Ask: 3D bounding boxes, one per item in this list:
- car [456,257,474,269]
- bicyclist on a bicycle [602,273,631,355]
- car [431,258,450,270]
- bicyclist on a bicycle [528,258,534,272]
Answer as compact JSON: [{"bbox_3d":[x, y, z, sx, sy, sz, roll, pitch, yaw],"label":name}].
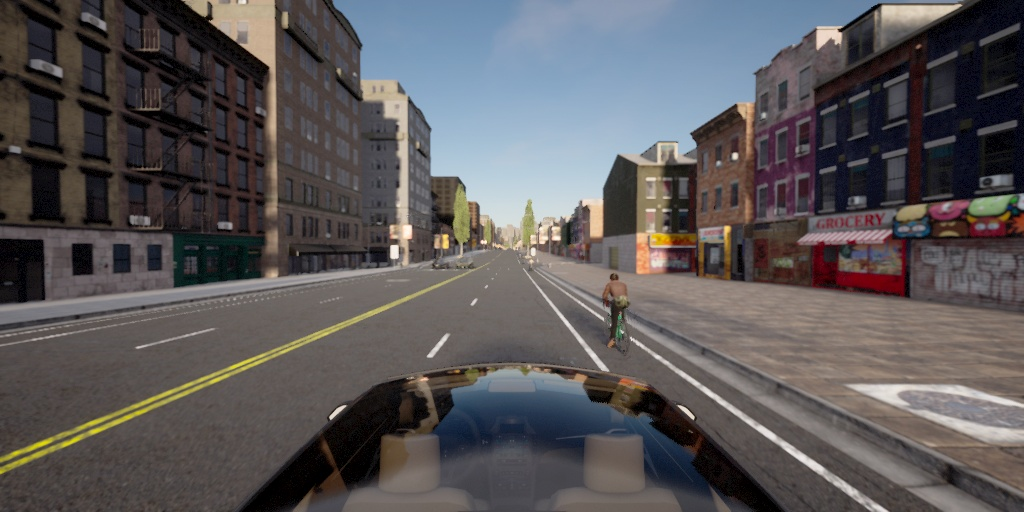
[{"bbox_3d":[-6.508,0.885,49.724,2.097,1.767,4.553,0,1,0],"label":"car"},{"bbox_3d":[2.254,1.199,7.757,0.582,1.620,1.656,0,0,0],"label":"bicyclist on a bicycle"},{"bbox_3d":[-9.761,1.048,49.278,1.837,1.490,4.892,0,0,0],"label":"car"},{"bbox_3d":[2.245,1.031,41.966,0.866,1.612,1.509,0,0,0],"label":"bicyclist on a bicycle"}]
